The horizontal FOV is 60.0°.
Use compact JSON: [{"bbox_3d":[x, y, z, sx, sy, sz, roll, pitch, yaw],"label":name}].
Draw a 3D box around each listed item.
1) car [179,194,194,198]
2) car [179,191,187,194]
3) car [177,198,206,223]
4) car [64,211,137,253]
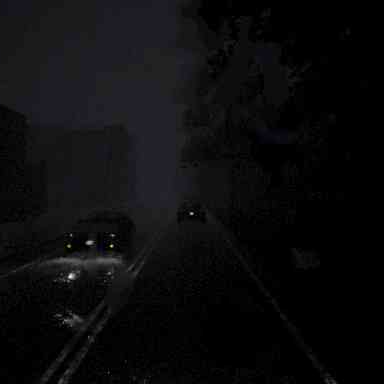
[{"bbox_3d":[-0.467,1.251,43.324,1.895,1.301,4.718,0,1,-2],"label":"car"},{"bbox_3d":[-2.078,0.415,78.614,2.033,1.411,5.357,0,1,-3],"label":"car"},{"bbox_3d":[-0.049,1.388,24.017,1.994,1.385,4.181,0,1,-1],"label":"car"},{"bbox_3d":[-3.386,1.473,13.023,1.994,1.385,4.181,0,0,0],"label":"car"}]
